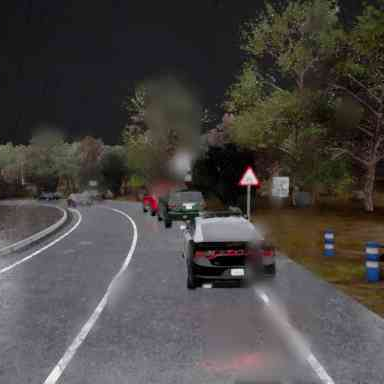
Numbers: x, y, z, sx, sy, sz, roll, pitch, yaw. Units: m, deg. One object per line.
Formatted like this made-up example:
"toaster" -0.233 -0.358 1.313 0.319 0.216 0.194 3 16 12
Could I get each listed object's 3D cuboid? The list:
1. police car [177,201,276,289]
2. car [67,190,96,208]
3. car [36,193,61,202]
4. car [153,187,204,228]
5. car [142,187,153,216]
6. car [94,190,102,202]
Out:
"police car" 0.715 1.291 9.053 1.930 1.638 5.238 0 2 -4
"car" -12.346 0.902 36.341 1.837 1.490 4.892 -3 2 -31
"car" -23.801 0.861 54.968 4.718 1.301 1.895 -2 4 38
"car" -0.722 0.799 19.272 2.150 2.045 5.566 -1 2 -12
"car" -2.371 0.636 25.322 2.150 2.045 5.566 -2 2 -18
"car" -14.000 0.494 44.939 2.097 1.767 4.553 -5 3 -39
